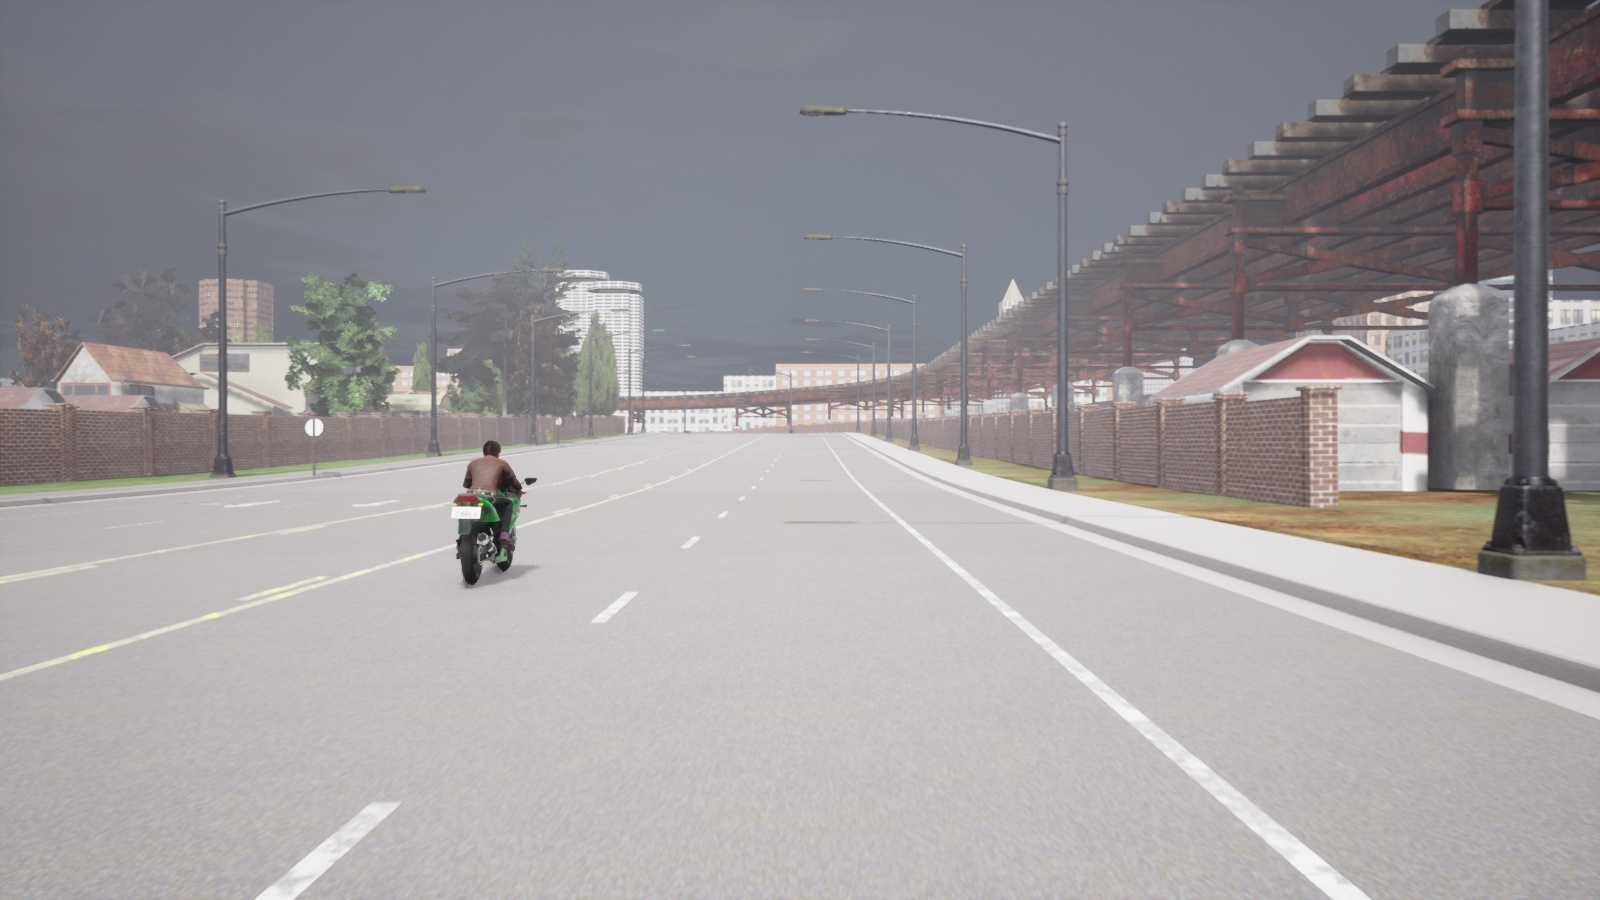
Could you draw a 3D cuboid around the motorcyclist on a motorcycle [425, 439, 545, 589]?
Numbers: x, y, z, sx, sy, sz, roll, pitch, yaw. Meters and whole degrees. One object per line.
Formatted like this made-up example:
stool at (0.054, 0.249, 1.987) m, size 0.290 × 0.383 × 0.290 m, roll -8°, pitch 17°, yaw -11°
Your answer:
motorcyclist on a motorcycle at (-3.405, 0.648, 13.769) m, size 0.797 × 1.523 × 2.044 m, roll 0°, pitch 0°, yaw 0°
